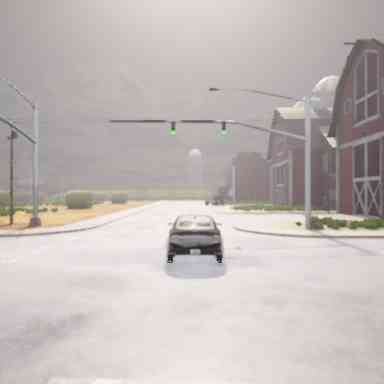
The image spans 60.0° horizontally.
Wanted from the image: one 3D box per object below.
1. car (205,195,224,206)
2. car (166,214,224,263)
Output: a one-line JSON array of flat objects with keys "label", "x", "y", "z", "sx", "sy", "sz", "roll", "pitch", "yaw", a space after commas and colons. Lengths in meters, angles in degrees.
[{"label": "car", "x": 4.149, "y": 1.486, "z": 60.374, "sx": 1.905, "sy": 1.878, "sz": 3.866, "roll": -7, "pitch": 3, "yaw": -42}, {"label": "car", "x": 0.097, "y": 1.578, "z": 12.334, "sx": 2.128, "sy": 1.511, "sz": 4.902, "roll": 0, "pitch": 0, "yaw": 0}]
